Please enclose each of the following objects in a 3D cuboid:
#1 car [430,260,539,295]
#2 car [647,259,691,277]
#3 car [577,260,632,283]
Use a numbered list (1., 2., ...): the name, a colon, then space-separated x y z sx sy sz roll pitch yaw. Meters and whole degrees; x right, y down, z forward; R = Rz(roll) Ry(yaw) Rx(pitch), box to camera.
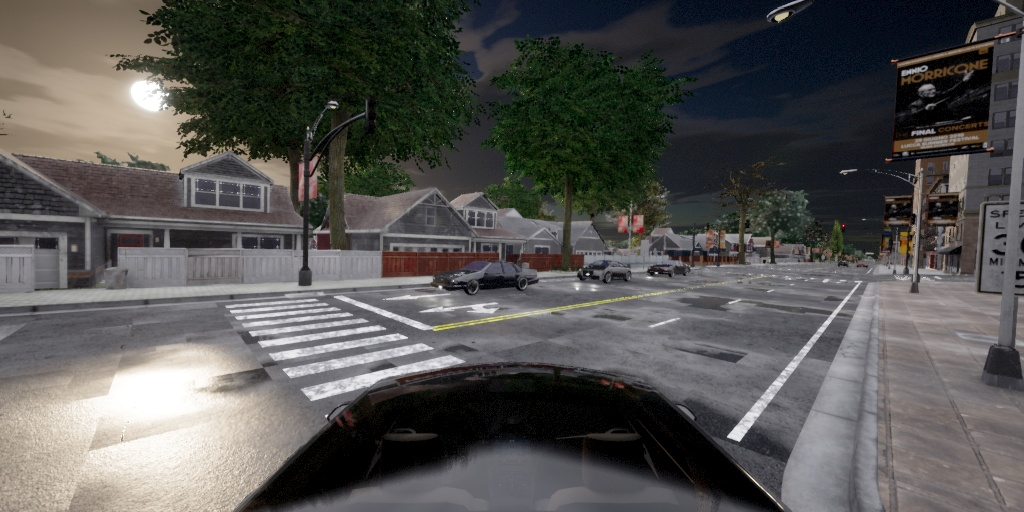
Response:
1. car: -1.030 0.901 16.578 5.357 1.411 2.033 0 2 -44
2. car: 13.598 1.000 30.811 5.357 1.411 2.033 0 2 -44
3. car: 6.116 0.964 23.545 4.181 1.385 1.994 0 2 -44
